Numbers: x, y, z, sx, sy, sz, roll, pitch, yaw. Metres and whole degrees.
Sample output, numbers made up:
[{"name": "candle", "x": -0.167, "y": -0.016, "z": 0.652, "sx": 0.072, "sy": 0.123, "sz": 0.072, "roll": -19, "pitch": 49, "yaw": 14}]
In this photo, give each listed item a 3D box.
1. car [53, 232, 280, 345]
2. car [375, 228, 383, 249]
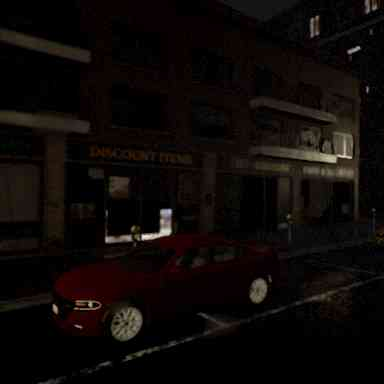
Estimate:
[{"name": "car", "x": -0.244, "y": 1.522, "z": 6.367, "sx": 4.507, "sy": 1.381, "sz": 1.887, "roll": 0, "pitch": 2, "yaw": -35}, {"name": "car", "x": 8.892, "y": 1.430, "z": 12.888, "sx": 4.829, "sy": 1.417, "sz": 1.752, "roll": 0, "pitch": 2, "yaw": -35}]
